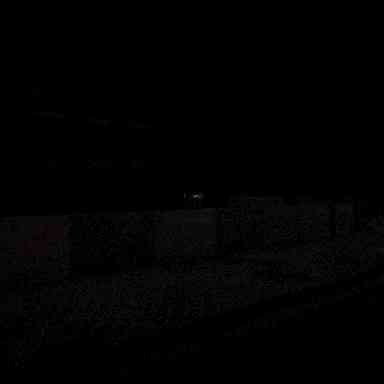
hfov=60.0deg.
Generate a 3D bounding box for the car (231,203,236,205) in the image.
[{"bbox_3d":[3.464,1.479,41.942,2.033,1.411,5.357,0,0,-41],"label":"car"}]
